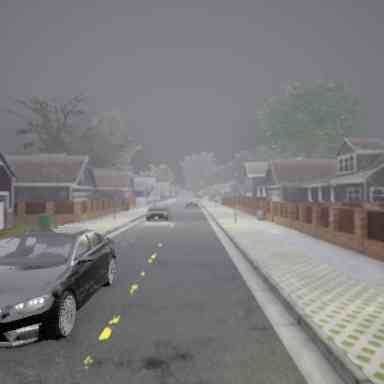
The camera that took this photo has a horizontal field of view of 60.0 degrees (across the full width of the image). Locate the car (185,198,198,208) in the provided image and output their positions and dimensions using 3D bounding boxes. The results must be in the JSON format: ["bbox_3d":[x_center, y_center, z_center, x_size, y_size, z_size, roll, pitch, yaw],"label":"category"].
[{"bbox_3d":[-0.030,1.698,51.225,1.812,1.442,4.674,0,0,0],"label":"car"}]

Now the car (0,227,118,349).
[{"bbox_3d":[-2.826,1.526,6.679,2.128,1.511,4.902,0,0,0],"label":"car"}]

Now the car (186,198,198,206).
[{"bbox_3d":[-0.037,1.752,61.230,2.033,1.411,5.357,0,0,0],"label":"car"}]

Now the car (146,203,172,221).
[{"bbox_3d":[-2.782,1.668,28.895,2.033,1.411,5.357,0,0,0],"label":"car"}]
